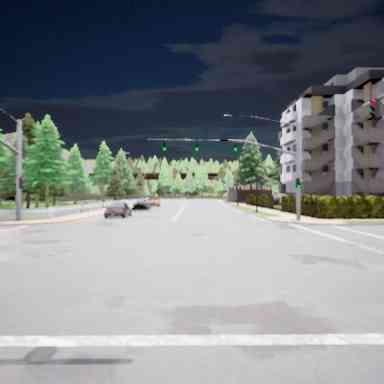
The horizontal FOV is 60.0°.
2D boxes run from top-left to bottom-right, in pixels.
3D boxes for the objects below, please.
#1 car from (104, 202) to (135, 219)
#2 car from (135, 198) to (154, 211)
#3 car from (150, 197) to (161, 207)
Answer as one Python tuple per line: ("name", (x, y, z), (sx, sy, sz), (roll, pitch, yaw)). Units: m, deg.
("car", (-6.931, 1.707, 31.488), (1.812, 1.442, 4.674), (0, 0, 0))
("car", (-6.751, 1.858, 44.871), (1.895, 1.301, 4.718), (0, 0, 0))
("car", (-6.686, 1.686, 58.199), (2.097, 1.767, 4.553), (0, 0, 0))
